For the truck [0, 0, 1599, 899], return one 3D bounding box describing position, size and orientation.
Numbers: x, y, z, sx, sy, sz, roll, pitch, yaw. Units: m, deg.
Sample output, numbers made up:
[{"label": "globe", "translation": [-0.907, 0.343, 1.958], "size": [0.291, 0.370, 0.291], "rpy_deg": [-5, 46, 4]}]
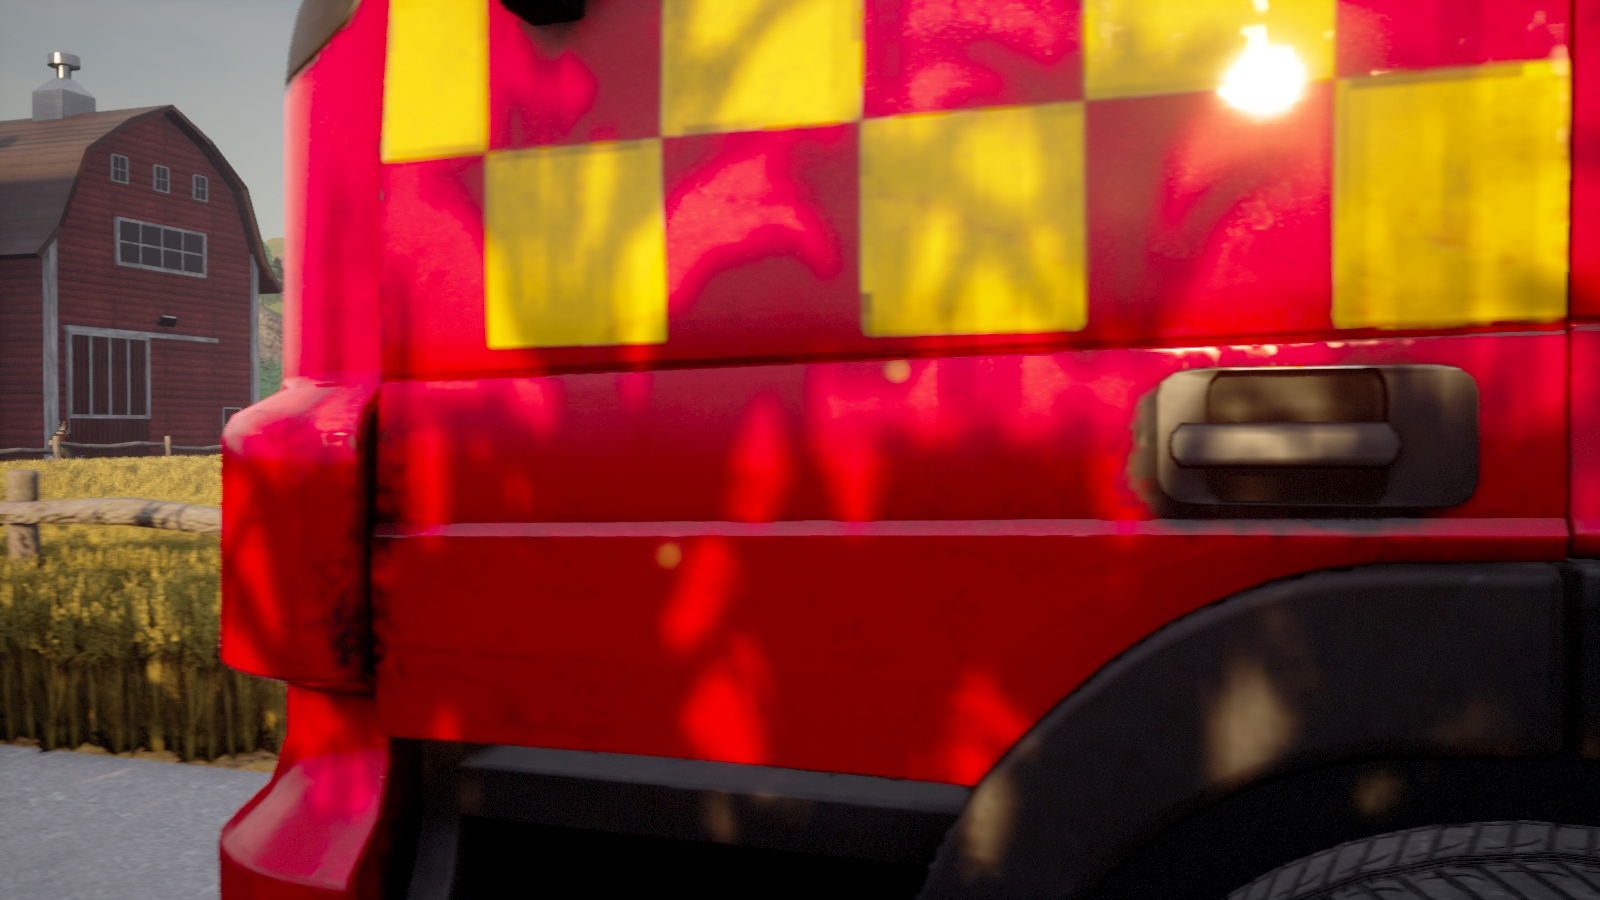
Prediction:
[{"label": "truck", "translation": [3.303, -0.353, 1.643], "size": [8.468, 3.827, 2.891], "rpy_deg": [1, 1, 19]}]
